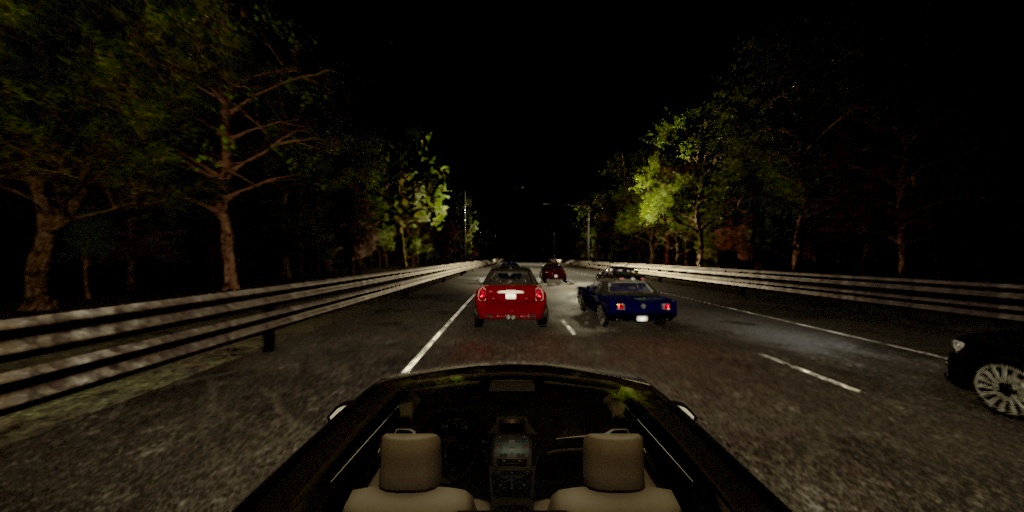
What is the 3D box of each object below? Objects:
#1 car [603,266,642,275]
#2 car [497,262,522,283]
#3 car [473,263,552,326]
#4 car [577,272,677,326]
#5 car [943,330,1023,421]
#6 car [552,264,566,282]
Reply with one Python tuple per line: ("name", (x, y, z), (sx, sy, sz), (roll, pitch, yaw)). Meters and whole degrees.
("car", (6.846, 1.369, 22.993), (2.033, 1.411, 5.357), (0, 0, 0))
("car", (-0.180, 1.299, 29.909), (1.882, 1.535, 5.008), (0, 0, 0))
("car", (-0.058, 1.129, 11.931), (2.097, 1.767, 4.553), (0, 0, -1))
("car", (3.441, 1.386, 11.747), (1.895, 1.301, 4.718), (0, 0, -1))
("car", (7.056, 1.262, 2.994), (2.128, 1.511, 4.902), (0, 0, -1))
("car", (3.320, 1.354, 29.408), (1.812, 1.442, 4.674), (0, 0, 0))
